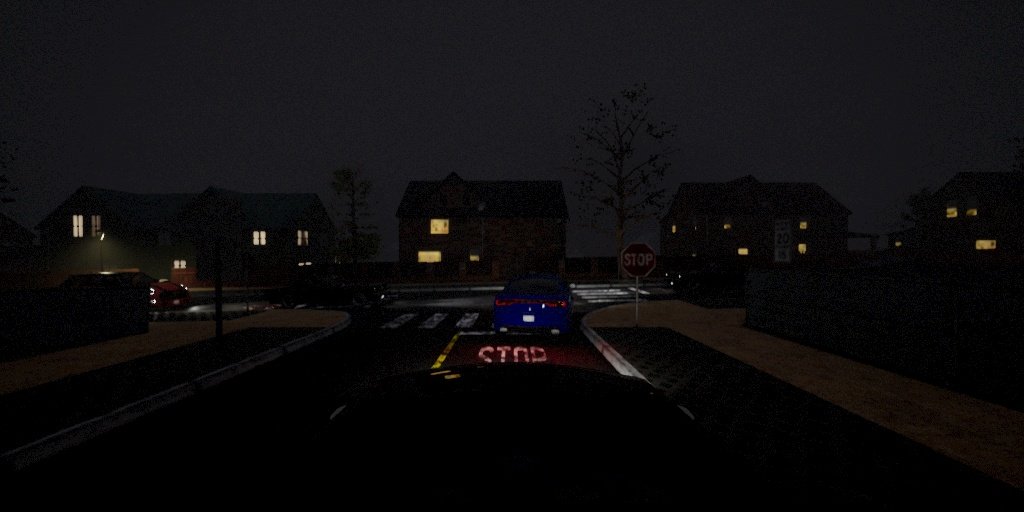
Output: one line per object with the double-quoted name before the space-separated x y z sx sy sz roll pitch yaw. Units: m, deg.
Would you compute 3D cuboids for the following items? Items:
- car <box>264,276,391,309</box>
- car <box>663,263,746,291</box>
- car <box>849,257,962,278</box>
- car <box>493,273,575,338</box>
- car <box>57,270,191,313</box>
"car" -7.811 1.501 15.540 4.718 1.301 1.895 -1 1 0
"car" 10.412 1.028 18.465 4.718 1.301 1.895 -1 1 -1
"car" 20.057 0.747 18.501 5.357 1.411 2.033 -1 1 0
"car" 0.787 1.223 10.331 1.882 1.535 5.008 0 0 10
"car" -16.798 1.466 15.533 4.553 1.767 2.097 -1 1 0
